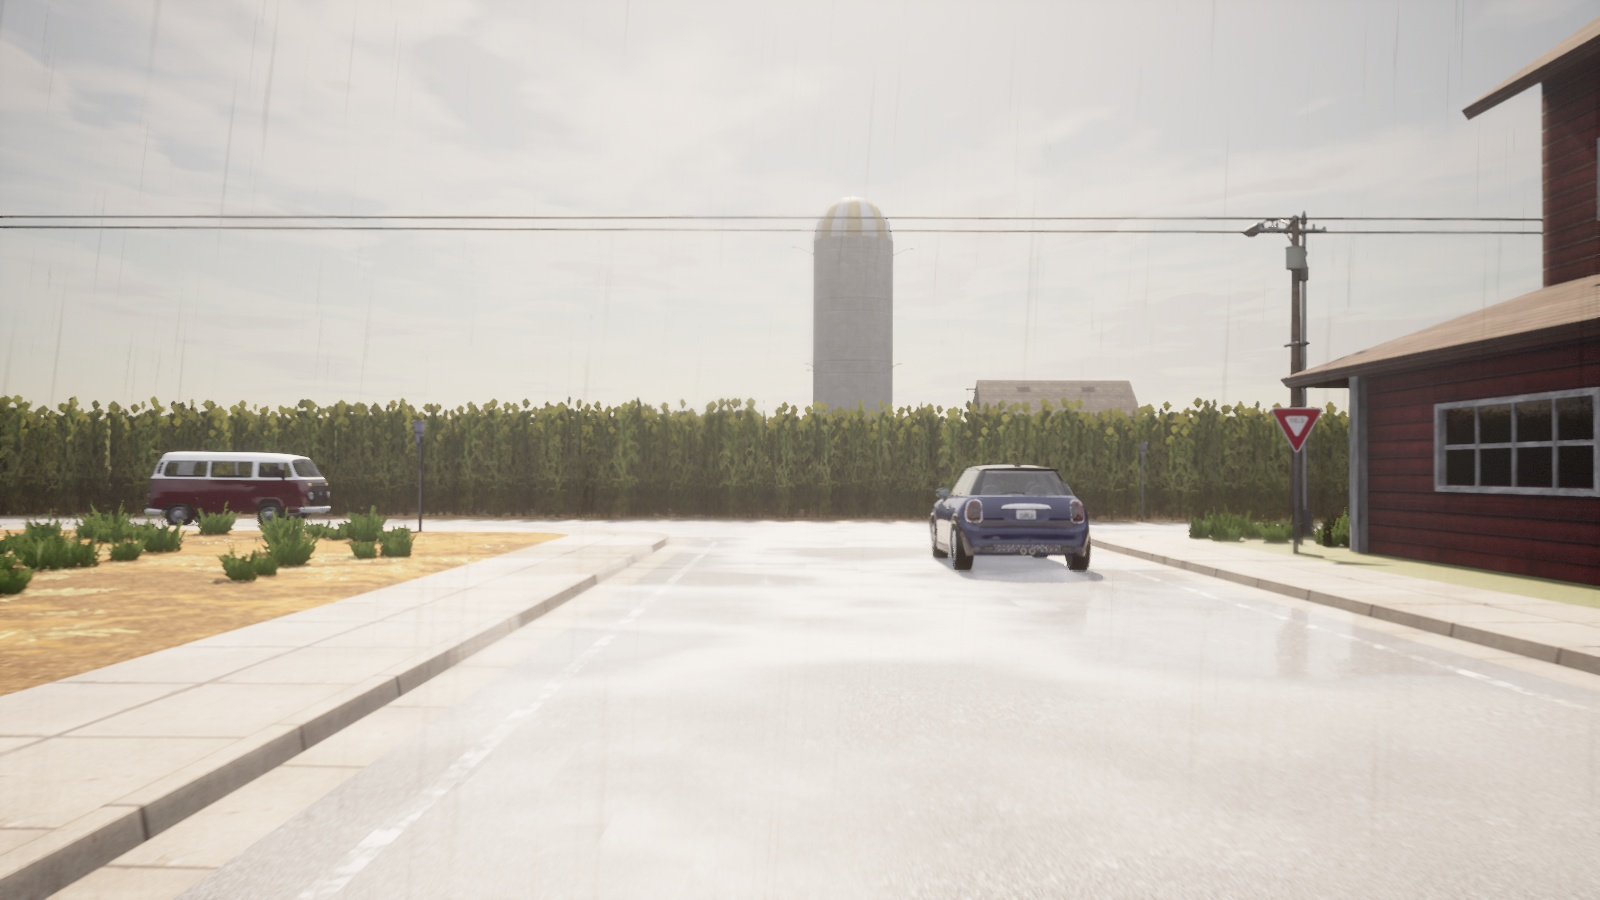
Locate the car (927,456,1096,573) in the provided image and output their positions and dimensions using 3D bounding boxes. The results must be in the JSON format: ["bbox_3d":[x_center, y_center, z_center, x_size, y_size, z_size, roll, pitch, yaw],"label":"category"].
[{"bbox_3d":[3.447,1.018,21.410,2.097,1.767,4.553,0,-1,0],"label":"car"}]

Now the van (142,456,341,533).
[{"bbox_3d":[-15.149,1.198,34.253,4.480,2.038,2.069,0,-1,1],"label":"van"}]
